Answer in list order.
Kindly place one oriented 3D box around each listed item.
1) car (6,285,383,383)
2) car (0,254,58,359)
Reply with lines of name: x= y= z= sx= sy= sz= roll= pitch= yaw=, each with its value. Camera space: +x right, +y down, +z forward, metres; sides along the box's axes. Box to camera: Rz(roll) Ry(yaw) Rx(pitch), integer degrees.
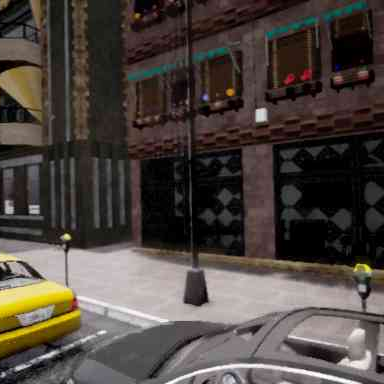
car: x=0.870 y=1.557 z=2.270 sx=4.403 sy=1.369 sz=2.008 roll=-1 pitch=-1 yaw=36
car: x=-3.897 y=1.605 z=5.672 sx=4.829 sy=1.417 sz=1.752 roll=-1 pitch=-1 yaw=36
